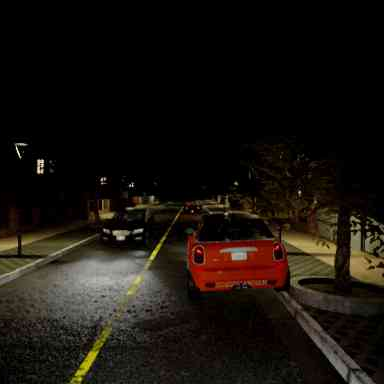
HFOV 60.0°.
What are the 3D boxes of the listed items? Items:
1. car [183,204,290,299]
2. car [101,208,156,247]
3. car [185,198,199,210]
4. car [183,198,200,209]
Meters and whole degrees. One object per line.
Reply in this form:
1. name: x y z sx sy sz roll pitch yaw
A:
1. car: 0.918 1.312 8.631 2.097 1.767 4.553 -3 -1 0
2. car: -2.756 1.513 15.317 2.128 1.511 4.902 0 0 0
3. car: 0.039 1.615 45.547 1.812 1.442 4.674 0 0 1
4. car: 0.060 1.663 35.845 1.895 1.301 4.718 0 0 0
